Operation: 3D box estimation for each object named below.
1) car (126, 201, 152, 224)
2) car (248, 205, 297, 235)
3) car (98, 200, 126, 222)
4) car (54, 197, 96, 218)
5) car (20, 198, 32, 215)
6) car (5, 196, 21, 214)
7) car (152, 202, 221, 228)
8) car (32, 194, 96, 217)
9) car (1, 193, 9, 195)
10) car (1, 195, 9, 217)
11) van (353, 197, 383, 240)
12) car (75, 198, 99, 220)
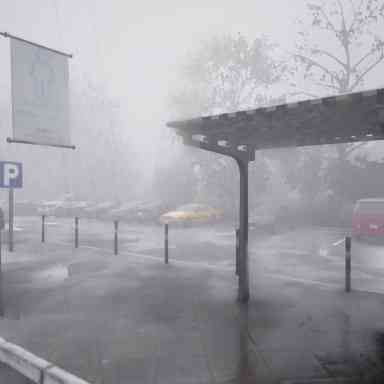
[{"bbox_3d":[-2.141,1.505,24.283,2.163,1.488,4.792,0,0,36],"label":"car"},{"bbox_3d":[4.602,1.514,19.396,2.163,1.488,4.792,0,0,36],"label":"car"},{"bbox_3d":[-4.413,1.474,25.877,2.231,1.521,4.892,0,0,36],"label":"car"},{"bbox_3d":[-8.931,1.467,29.102,2.097,1.535,5.008,0,0,36],"label":"car"},{"bbox_3d":[-13.455,1.462,32.318,2.231,1.521,4.892,0,0,36],"label":"car"},{"bbox_3d":[-15.715,1.456,33.933,2.097,1.535,5.008,0,0,36],"label":"car"},{"bbox_3d":[-0.007,1.475,22.495,1.946,1.575,5.366,0,0,36],"label":"car"},{"bbox_3d":[-11.210,1.213,30.687,2.435,2.045,5.566,0,0,36],"label":"car"},{"bbox_3d":[-24.767,1.154,40.367,2.435,2.045,5.566,0,0,36],"label":"car"},{"bbox_3d":[-17.865,1.445,35.701,1.946,1.575,5.366,0,0,36],"label":"car"},{"bbox_3d":[9.204,1.264,16.290,1.878,1.987,4.442,0,0,36],"label":"van"},{"bbox_3d":[-6.672,1.470,27.489,2.097,1.535,5.008,0,0,36],"label":"car"}]
